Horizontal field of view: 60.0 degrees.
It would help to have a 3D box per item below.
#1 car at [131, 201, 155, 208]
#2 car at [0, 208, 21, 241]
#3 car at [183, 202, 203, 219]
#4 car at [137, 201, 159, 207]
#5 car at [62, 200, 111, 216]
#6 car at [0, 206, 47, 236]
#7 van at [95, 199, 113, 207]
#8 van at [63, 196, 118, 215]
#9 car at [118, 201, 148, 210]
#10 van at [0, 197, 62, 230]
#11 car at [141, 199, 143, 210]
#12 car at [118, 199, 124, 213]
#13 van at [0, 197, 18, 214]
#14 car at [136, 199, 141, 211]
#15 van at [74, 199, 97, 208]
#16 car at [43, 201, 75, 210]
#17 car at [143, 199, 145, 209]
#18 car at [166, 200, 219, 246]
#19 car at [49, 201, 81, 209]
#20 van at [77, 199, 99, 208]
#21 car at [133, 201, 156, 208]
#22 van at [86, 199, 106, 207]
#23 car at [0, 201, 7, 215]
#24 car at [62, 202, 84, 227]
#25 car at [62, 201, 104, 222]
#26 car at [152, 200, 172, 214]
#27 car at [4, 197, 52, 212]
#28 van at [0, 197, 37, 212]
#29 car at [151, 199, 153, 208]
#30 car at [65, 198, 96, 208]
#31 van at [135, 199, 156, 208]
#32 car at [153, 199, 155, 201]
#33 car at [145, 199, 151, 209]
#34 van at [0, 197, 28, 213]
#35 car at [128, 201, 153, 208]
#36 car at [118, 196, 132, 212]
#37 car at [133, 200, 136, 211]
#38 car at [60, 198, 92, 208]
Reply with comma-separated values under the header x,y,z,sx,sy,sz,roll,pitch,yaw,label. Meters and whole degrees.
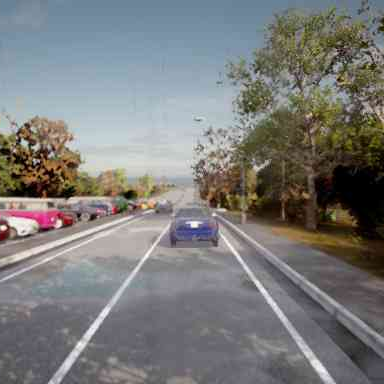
x,y,z,sx,sy,sz,roll,pitch,yaw,label
-10.270,2.613,69.677,4.792,1.488,2.163,0,-1,0,car
-10.357,1.571,14.186,4.792,1.488,2.163,0,-1,0,car
0.098,1.785,33.637,1.837,1.490,4.892,0,-1,0,car
-10.324,2.827,78.004,4.792,1.488,2.163,0,-1,0,car
-10.322,1.742,30.842,4.674,1.452,2.002,0,-1,0,car
-10.329,1.608,16.961,4.674,1.452,2.002,0,-1,0,car
-23.485,2.893,89.028,4.442,1.987,1.878,0,-2,0,van
-10.201,1.503,33.620,4.442,1.987,1.878,0,-1,0,van
-10.298,2.299,58.577,4.892,1.521,2.231,0,-1,0,car
-10.442,1.369,19.740,4.442,1.987,1.878,0,-1,0,van
-10.278,1.958,50.255,4.553,1.767,2.185,0,-1,0,car
-10.346,1.785,36.400,4.792,1.488,2.163,0,-1,0,car
-23.278,1.572,39.180,4.442,1.987,1.878,0,-1,0,van
-10.305,2.012,47.476,5.008,1.535,2.097,0,-1,0,car
-23.260,2.430,72.545,4.442,1.987,1.878,0,-1,0,van
-23.387,2.337,58.566,4.674,1.452,2.002,0,-1,0,car
-10.276,2.029,53.030,4.553,1.767,2.185,0,-1,0,car
0.100,1.423,15.865,2.097,1.767,4.553,0,0,0,car
-23.378,2.371,61.461,5.008,1.535,2.097,0,-1,0,car
-23.492,2.502,75.314,4.442,1.987,1.878,0,-1,0,van
-10.268,2.684,72.453,4.792,1.488,2.163,0,-1,0,car
-23.265,2.647,80.868,4.442,1.987,1.878,0,-2,0,van
-23.401,1.757,36.557,5.008,1.535,2.097,0,-1,0,car
-10.329,1.622,22.514,5.008,1.535,2.097,0,-1,0,car
-10.291,1.705,28.064,4.792,1.488,2.163,0,-1,0,car
-3.341,1.967,40.828,1.994,1.385,4.181,0,-1,0,car
-23.362,1.760,47.497,5.566,2.045,2.435,0,-1,0,car
-23.509,1.714,44.727,4.442,1.987,1.878,0,-1,0,van
-10.310,2.370,61.352,4.892,1.521,2.231,0,-1,0,car
-23.351,2.334,69.777,5.566,2.045,2.435,0,-1,0,car
-10.413,2.500,75.234,4.442,1.987,1.878,0,-1,0,van
-10.116,2.437,64.127,5.366,1.575,1.946,0,-1,0,car
-10.121,2.223,55.802,5.366,1.575,1.946,0,-1,0,car
-23.510,1.646,42.082,4.442,1.987,1.878,0,-1,0,van
-10.271,2.541,66.902,4.792,1.488,2.163,0,-1,0,car
-10.343,1.546,39.157,5.566,2.045,2.435,0,-1,0,car
-10.315,1.980,44.700,4.674,1.452,2.002,0,-1,0,car
-23.352,2.262,67.007,5.566,2.045,2.435,0,-1,0,car
